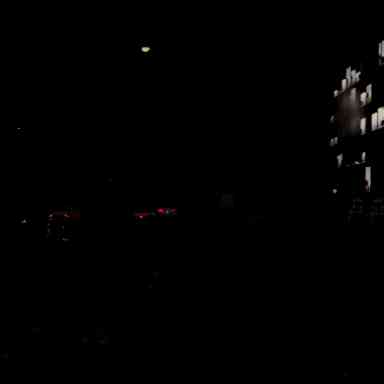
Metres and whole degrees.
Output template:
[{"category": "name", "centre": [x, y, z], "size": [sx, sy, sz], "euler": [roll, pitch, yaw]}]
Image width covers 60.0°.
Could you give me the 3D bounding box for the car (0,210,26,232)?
[{"category": "car", "centre": [-12.637, 1.909, 21.536], "size": [2.128, 1.511, 4.902], "euler": [1, -2, 0]}]

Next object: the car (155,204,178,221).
[{"category": "car", "centre": [-2.973, 2.490, 42.121], "size": [2.150, 2.045, 5.566], "euler": [1, -2, -1]}]

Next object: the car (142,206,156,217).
[{"category": "car", "centre": [-6.695, 3.026, 52.311], "size": [1.812, 1.442, 4.674], "euler": [1, -2, -3]}]

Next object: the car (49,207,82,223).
[{"category": "car", "centre": [-12.712, 2.276, 33.735], "size": [1.882, 1.535, 5.008], "euler": [1, -2, -1]}]

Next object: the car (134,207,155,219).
[{"category": "car", "centre": [-6.248, 2.821, 42.827], "size": [1.895, 1.301, 4.718], "euler": [1, -2, -1]}]

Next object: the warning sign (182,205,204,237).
[{"category": "warning sign", "centre": [0.082, 1.785, 20.815], "size": [1.300, 1.860, 1.060], "euler": [2, -1, 0]}]

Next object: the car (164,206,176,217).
[{"category": "car", "centre": [-3.450, 3.053, 52.499], "size": [1.882, 1.535, 5.008], "euler": [1, -2, -3]}]
